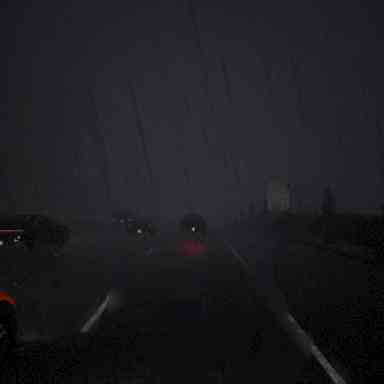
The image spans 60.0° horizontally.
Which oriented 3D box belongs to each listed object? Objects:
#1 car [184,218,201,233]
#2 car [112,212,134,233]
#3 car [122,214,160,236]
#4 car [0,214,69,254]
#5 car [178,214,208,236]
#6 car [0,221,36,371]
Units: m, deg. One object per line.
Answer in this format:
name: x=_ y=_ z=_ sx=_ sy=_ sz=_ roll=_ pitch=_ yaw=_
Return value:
car: x=0.084 y=4.378 z=42.762 sx=2.097 sy=1.767 sz=4.553 roll=0 pitch=-7 yaw=0
car: x=-6.914 y=3.310 z=35.476 sx=2.150 sy=2.045 sz=5.566 roll=0 pitch=-7 yaw=0
car: x=-3.410 y=2.441 z=23.845 sx=1.895 sy=1.301 sz=4.718 roll=0 pitch=-5 yaw=0
car: x=-6.906 y=1.728 z=14.401 sx=2.128 sy=1.511 sz=4.902 roll=0 pitch=-3 yaw=0
car: x=0.089 y=2.382 z=24.283 sx=1.837 sy=1.490 sz=4.892 roll=0 pitch=-4 yaw=0
car: x=-3.402 y=1.355 z=2.658 sx=2.097 sy=1.767 sz=4.553 roll=0 pitch=0 yaw=0
